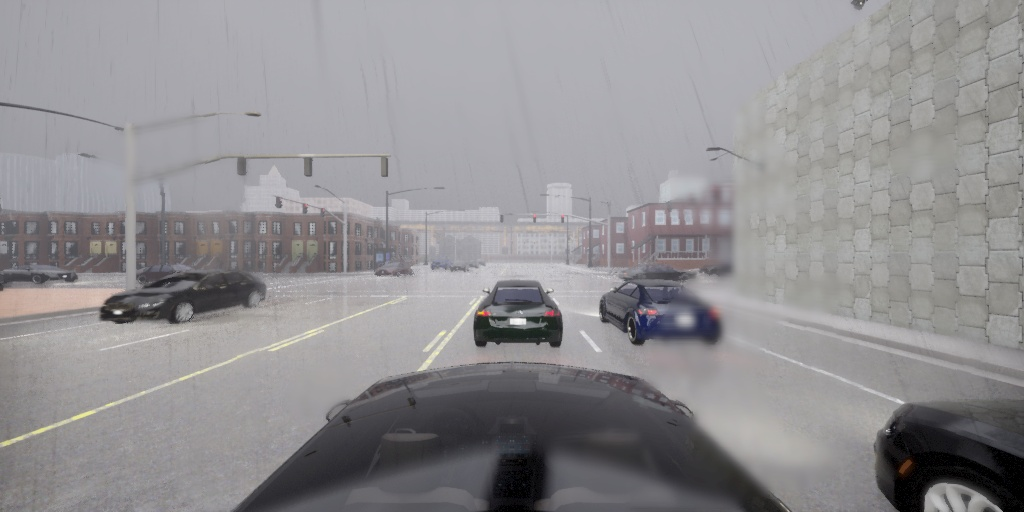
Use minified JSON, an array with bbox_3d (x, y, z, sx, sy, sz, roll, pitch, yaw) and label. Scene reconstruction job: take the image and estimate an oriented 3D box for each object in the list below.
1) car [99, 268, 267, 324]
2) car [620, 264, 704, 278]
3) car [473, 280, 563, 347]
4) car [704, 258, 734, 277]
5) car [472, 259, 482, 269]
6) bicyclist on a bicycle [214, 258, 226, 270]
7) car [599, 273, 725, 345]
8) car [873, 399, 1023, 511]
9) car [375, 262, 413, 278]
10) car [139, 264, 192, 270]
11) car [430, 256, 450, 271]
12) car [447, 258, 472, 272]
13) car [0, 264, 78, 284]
[{"bbox_3d":[-10.483,1.255,11.987,1.837,1.490,4.892,0,0,1],"label":"car"},{"bbox_3d":[10.520,1.270,26.010,5.357,1.411,2.033,-1,0,2],"label":"car"},{"bbox_3d":[0.160,1.314,9.365,1.994,1.385,4.181,0,0,1],"label":"car"},{"bbox_3d":[18.521,0.855,29.628,5.357,1.411,2.033,-5,0,1],"label":"car"},{"bbox_3d":[-6.439,1.312,57.289,1.994,1.385,4.181,0,0,1],"label":"car"},{"bbox_3d":[-30.407,1.053,37.326,0.582,1.620,1.656,0,0,0],"label":"bicyclist on a bicycle"},{"bbox_3d":[3.663,1.314,9.526,1.994,1.385,4.181,0,0,1],"label":"car"},{"bbox_3d":[3.585,1.255,0.613,1.837,1.490,4.892,0,0,1],"label":"car"},{"bbox_3d":[-11.331,1.314,34.735,1.994,1.385,4.181,0,0,15],"label":"car"},{"bbox_3d":[-24.901,1.297,26.294,5.357,1.411,2.033,0,0,0],"label":"car"},{"bbox_3d":[-10.022,0.972,51.125,2.150,2.045,5.566,0,0,1],"label":"car"},{"bbox_3d":[-6.587,1.255,45.694,1.837,1.490,4.892,0,0,1],"label":"car"},{"bbox_3d":[-34.866,1.314,26.379,4.181,1.385,1.994,0,0,1],"label":"car"}]
